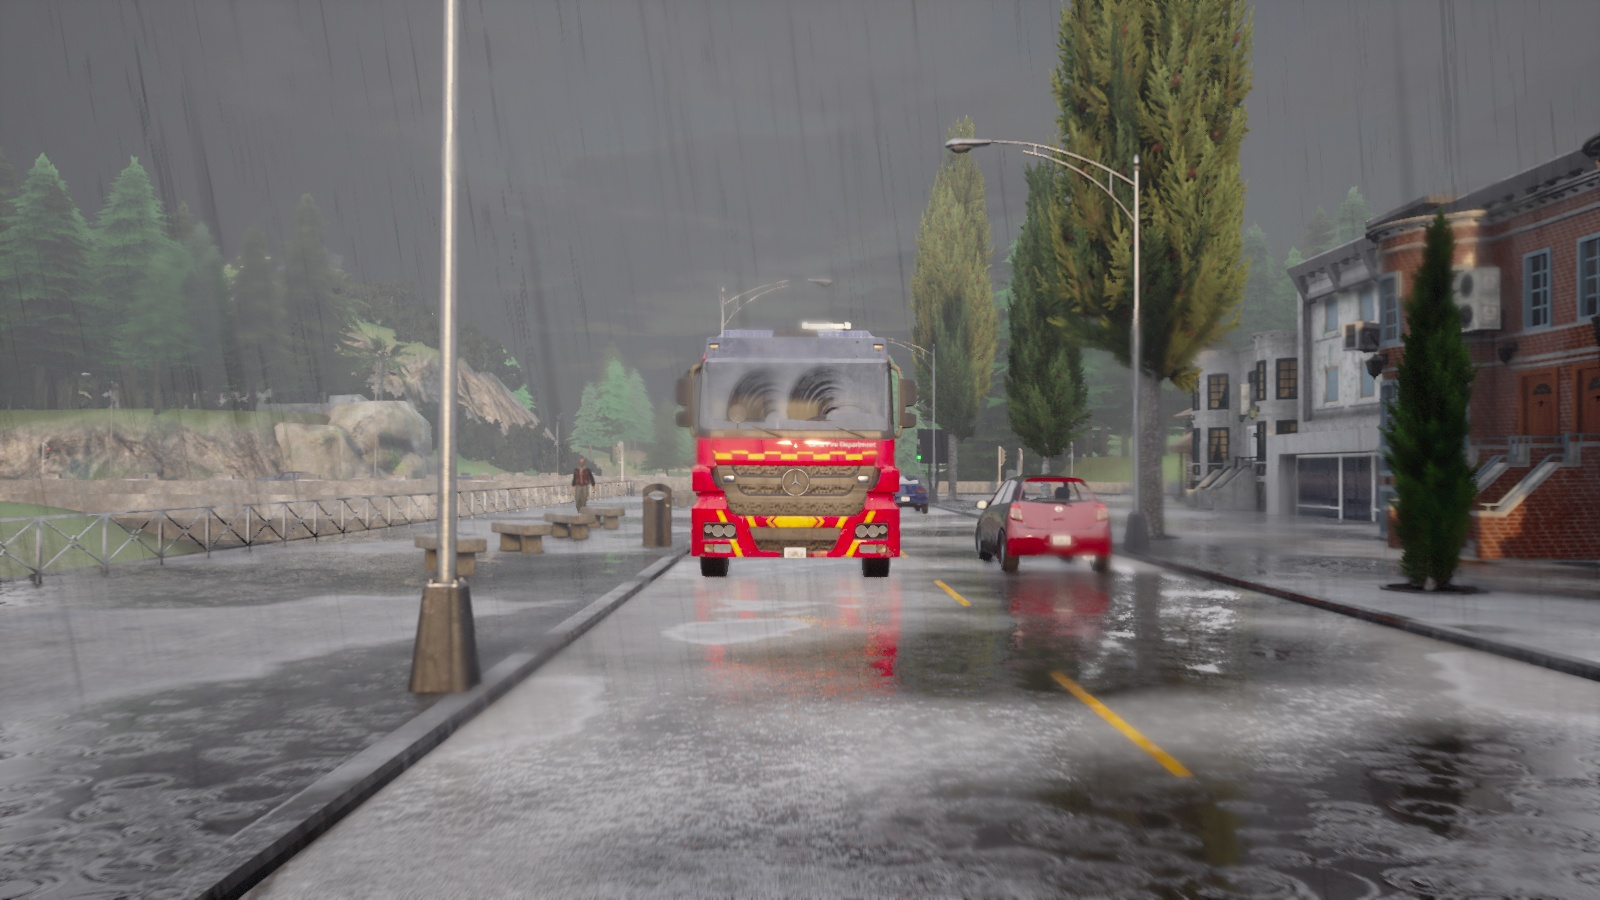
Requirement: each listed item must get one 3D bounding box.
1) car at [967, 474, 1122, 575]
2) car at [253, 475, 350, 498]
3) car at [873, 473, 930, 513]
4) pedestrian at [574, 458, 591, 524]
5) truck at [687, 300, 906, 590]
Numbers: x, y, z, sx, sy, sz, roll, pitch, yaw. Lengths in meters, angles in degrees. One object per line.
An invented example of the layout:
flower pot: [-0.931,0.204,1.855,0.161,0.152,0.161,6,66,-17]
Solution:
car: [3.942,1.161,20.833,1.845,1.501,3.633,0,-1,0]
car: [-31.691,2.326,79.873,5.357,1.411,2.033,0,-1,0]
car: [3.867,1.634,48.366,1.812,1.442,4.674,0,-1,0]
pedestrian: [-6.182,1.146,35.660,0.376,1.854,0.720,0,-1,-1]
truck: [-0.065,0.000,20.895,2.891,3.827,8.468,0,-1,0]
